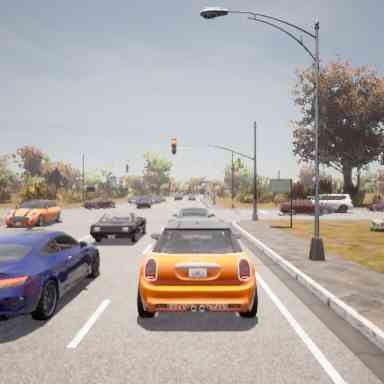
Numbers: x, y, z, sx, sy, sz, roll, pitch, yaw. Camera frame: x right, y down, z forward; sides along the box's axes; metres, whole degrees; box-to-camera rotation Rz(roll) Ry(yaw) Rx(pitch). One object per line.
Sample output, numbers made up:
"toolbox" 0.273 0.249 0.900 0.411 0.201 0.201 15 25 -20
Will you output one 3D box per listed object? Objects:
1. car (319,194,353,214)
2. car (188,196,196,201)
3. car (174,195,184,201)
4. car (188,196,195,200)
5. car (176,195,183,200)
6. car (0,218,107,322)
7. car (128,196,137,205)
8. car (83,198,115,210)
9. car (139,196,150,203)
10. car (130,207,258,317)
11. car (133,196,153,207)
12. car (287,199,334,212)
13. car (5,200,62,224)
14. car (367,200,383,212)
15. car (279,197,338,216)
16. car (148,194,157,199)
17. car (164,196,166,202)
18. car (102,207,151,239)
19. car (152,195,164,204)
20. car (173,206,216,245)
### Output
"car" 14.447 1.253 36.096 5.566 2.045 2.150 0 0 3
"car" -0.040 1.627 84.733 1.994 1.385 4.181 0 0 0
"car" -3.540 1.567 84.602 1.837 1.490 4.892 0 0 0
"car" -0.006 1.679 94.771 1.895 1.301 4.718 0 0 1
"car" -3.505 1.458 95.011 1.812 1.442 4.674 0 0 1
"car" -3.404 1.532 7.166 1.812 1.442 4.674 0 0 0
"car" -10.593 1.546 61.619 2.128 1.511 4.902 0 0 0
"car" -12.485 1.517 45.015 1.882 1.535 5.008 0 0 24
"car" -10.539 1.565 73.722 1.837 1.490 4.892 0 0 0
"car" 0.096 1.359 7.632 2.097 1.767 4.553 0 0 0
"car" -6.613 1.641 45.545 1.895 1.301 4.718 0 0 -7
"car" 14.065 1.540 39.624 4.892 1.490 1.837 0 0 3
"car" -10.612 1.372 22.578 2.097 1.767 4.553 0 0 0
"car" 22.954 1.590 39.145 4.181 1.385 1.994 0 0 3
"car" 11.134 1.506 32.626 5.008 1.535 1.882 0 0 4
"car" -10.534 1.246 88.785 1.994 1.385 4.181 0 0 0
"car" -7.039 1.421 74.529 2.097 1.767 4.553 0 0 0
"car" -3.409 1.615 16.324 1.895 1.301 4.718 0 0 0
"car" -7.094 1.548 62.657 2.128 1.511 4.902 0 0 0
"car" 0.091 1.519 16.590 1.837 1.490 4.892 0 0 0
